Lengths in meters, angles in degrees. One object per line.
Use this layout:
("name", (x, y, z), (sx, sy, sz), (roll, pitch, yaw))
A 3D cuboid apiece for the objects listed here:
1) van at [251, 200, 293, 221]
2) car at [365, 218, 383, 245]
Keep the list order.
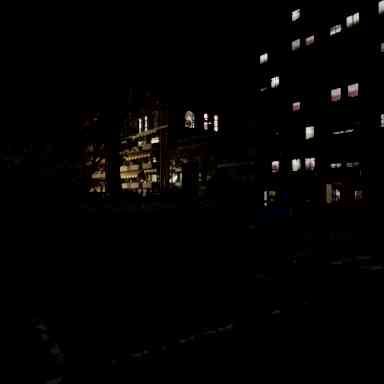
("van", (7.160, 1.643, 30.208), (1.690, 1.788, 3.998), (-1, 0, -36))
("car", (8.958, 1.651, 13.548), (1.994, 1.385, 4.181), (0, -1, -2))
